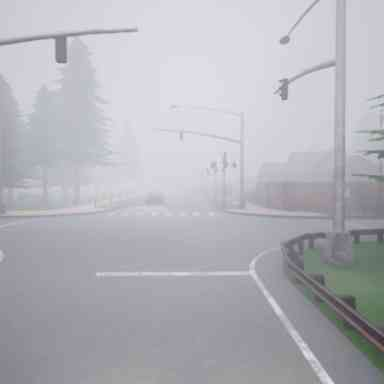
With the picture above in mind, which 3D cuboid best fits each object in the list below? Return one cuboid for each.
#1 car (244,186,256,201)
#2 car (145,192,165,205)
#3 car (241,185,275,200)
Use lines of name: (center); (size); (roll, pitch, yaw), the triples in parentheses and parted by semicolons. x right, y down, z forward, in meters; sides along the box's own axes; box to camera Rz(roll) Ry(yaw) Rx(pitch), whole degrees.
car: (8.850, 0.159, 40.161); (4.605, 1.855, 1.932); (0, 1, -1)
car: (-3.957, 0.685, 36.073); (1.895, 1.301, 4.718); (0, 1, 0)
car: (8.435, 0.099, 42.671); (3.866, 1.878, 1.905); (0, 1, -1)
